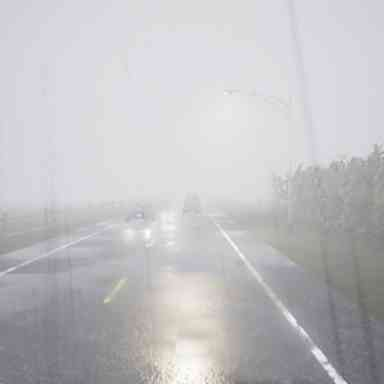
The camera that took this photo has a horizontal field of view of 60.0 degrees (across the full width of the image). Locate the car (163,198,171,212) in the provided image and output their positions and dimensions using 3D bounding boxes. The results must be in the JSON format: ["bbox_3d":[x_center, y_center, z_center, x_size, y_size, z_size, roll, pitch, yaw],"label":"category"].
[{"bbox_3d":[-3.490,1.468,38.168,2.128,1.511,4.902,0,0,0],"label":"car"}]

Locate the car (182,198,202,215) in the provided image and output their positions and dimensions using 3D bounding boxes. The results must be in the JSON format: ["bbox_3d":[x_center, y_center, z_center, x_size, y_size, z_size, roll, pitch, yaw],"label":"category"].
[{"bbox_3d":[0.009,1.583,34.022,1.895,1.301,4.718,0,0,0],"label":"car"}]

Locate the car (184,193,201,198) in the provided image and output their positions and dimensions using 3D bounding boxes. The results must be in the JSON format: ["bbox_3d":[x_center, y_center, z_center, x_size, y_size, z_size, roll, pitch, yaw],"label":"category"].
[{"bbox_3d":[0.028,1.187,45.831,2.150,2.045,5.566,0,1,0],"label":"car"}]

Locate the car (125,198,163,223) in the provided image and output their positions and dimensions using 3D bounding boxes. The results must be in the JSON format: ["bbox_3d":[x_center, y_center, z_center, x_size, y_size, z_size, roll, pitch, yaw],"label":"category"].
[{"bbox_3d":[-3.494,1.353,23.969,1.994,1.385,4.181,0,0,0],"label":"car"}]
